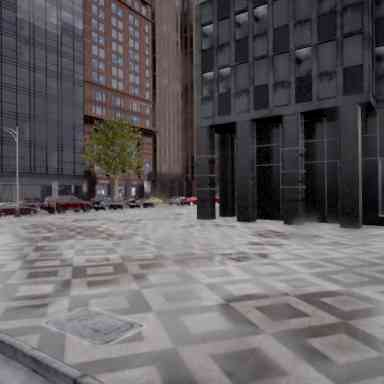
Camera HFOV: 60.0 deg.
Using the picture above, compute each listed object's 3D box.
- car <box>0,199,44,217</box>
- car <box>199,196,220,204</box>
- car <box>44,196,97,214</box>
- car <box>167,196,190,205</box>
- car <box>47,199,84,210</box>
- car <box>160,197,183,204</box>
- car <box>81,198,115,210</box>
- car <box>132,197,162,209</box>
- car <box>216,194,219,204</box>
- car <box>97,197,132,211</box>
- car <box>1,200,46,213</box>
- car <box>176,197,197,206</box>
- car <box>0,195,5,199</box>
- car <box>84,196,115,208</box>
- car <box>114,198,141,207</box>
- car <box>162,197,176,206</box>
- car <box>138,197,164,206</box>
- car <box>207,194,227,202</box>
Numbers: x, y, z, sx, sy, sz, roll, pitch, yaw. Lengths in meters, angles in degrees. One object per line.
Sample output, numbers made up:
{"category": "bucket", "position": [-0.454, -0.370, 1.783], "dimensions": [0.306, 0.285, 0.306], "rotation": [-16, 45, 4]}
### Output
{"category": "car", "position": [-16.045, 1.573, 29.857], "dimensions": [1.802, 1.307, 4.206], "rotation": [-1, 0, 35]}
{"category": "car", "position": [3.409, 1.454, 62.685], "dimensions": [1.812, 1.442, 4.674], "rotation": [-1, 0, 35]}
{"category": "car", "position": [-12.840, 1.287, 34.496], "dimensions": [2.192, 1.841, 5.009], "rotation": [-1, 0, 35]}
{"category": "car", "position": [-2.376, 1.545, 59.594], "dimensions": [1.812, 1.442, 4.674], "rotation": [-1, 0, 35]}
{"category": "car", "position": [-16.641, 1.637, 43.984], "dimensions": [1.802, 1.307, 4.206], "rotation": [-1, 0, 35]}
{"category": "car", "position": [-3.812, 1.570, 62.539], "dimensions": [1.947, 1.339, 4.313], "rotation": [-1, 0, 35]}
{"category": "car", "position": [-12.631, 1.577, 44.926], "dimensions": [1.994, 1.385, 4.181], "rotation": [-1, 0, 35]}
{"category": "car", "position": [-6.425, 1.505, 43.770], "dimensions": [1.947, 1.339, 4.313], "rotation": [-1, 0, 35]}
{"category": "car", "position": [3.193, 1.219, 57.687], "dimensions": [2.192, 1.841, 5.009], "rotation": [-1, 0, 35]}
{"category": "car", "position": [-9.632, 1.521, 39.133], "dimensions": [1.947, 1.339, 4.313], "rotation": [-1, 0, 35]}
{"category": "car", "position": [-19.848, 1.638, 39.346], "dimensions": [1.947, 1.339, 4.313], "rotation": [-1, 0, 35]}
{"category": "car", "position": [-0.012, 1.459, 53.047], "dimensions": [1.887, 1.381, 4.507], "rotation": [-1, 0, 35]}
{"category": "car", "position": [-21.177, 1.282, 32.578], "dimensions": [2.150, 2.045, 5.566], "rotation": [-1, 0, 35]}
{"category": "car", "position": [-13.436, 1.480, 48.623], "dimensions": [1.967, 1.590, 4.097], "rotation": [-1, 0, 35]}
{"category": "car", "position": [-10.227, 1.608, 53.262], "dimensions": [1.802, 1.307, 4.206], "rotation": [-1, 0, 35]}
{"category": "car", "position": [-2.020, 1.492, 54.741], "dimensions": [2.033, 1.411, 5.357], "rotation": [-1, 0, 35]}
{"category": "car", "position": [-7.117, 1.540, 57.760], "dimensions": [1.752, 1.417, 4.829], "rotation": [-1, 0, 35]}
{"category": "car", "position": [5.807, 1.292, 76.456], "dimensions": [2.192, 1.841, 5.009], "rotation": [-1, 0, 35]}
